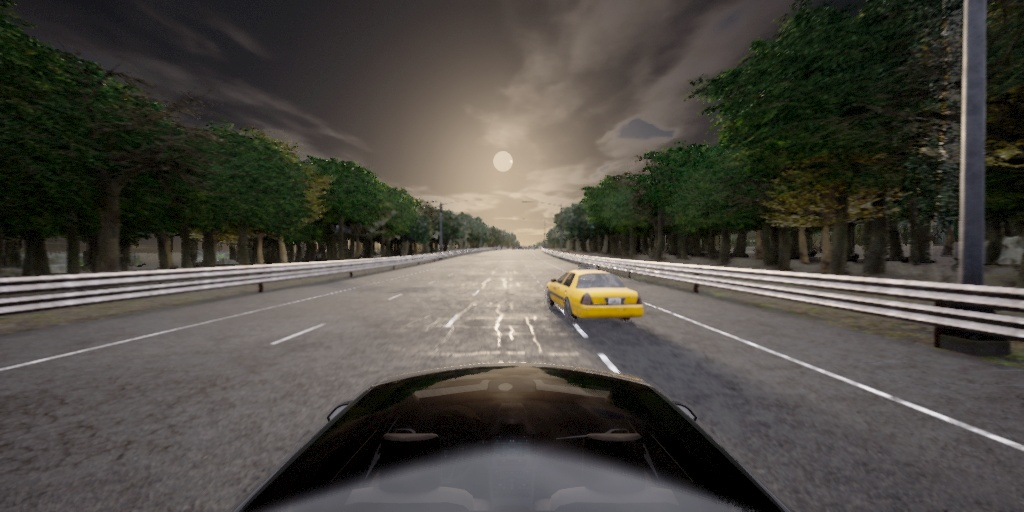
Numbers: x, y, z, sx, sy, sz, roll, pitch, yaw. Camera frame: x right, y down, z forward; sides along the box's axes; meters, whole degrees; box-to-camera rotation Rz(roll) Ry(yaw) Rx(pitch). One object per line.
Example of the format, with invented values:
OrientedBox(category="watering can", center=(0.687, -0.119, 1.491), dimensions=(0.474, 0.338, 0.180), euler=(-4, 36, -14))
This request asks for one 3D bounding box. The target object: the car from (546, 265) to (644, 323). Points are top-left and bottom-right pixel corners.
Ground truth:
OrientedBox(category="car", center=(2.348, 1.082, 11.630), dimensions=(1.801, 1.575, 5.366), euler=(0, 1, -6))
